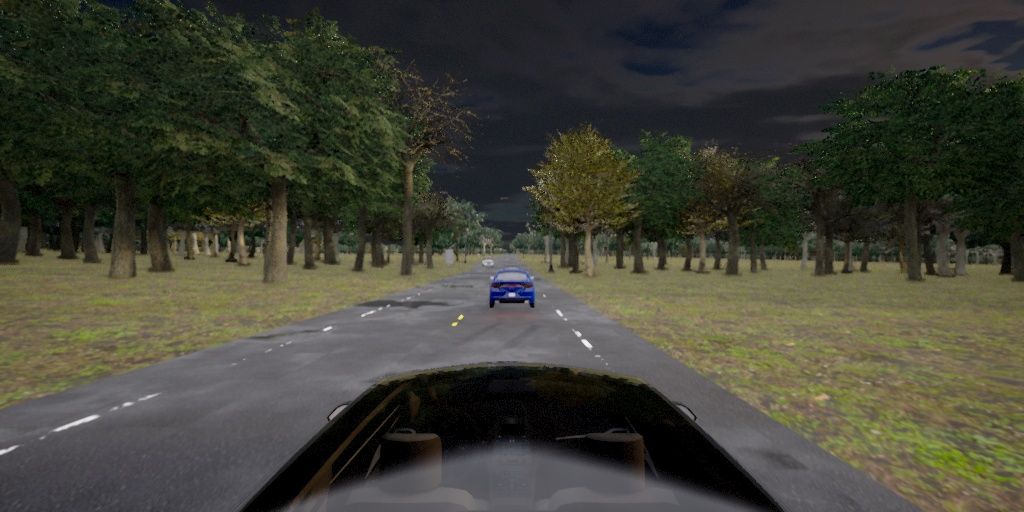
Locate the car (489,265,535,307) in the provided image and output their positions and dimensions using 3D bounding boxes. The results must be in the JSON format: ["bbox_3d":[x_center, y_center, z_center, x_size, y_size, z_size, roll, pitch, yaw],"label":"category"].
[{"bbox_3d":[0.009,1.357,16.323,1.882,1.535,5.008,0,0,0],"label":"car"}]
